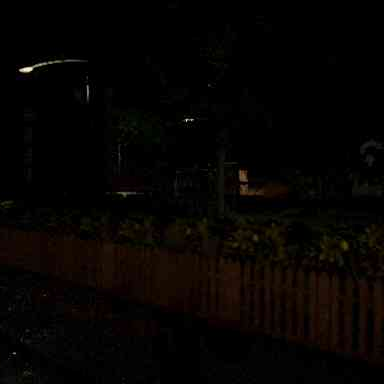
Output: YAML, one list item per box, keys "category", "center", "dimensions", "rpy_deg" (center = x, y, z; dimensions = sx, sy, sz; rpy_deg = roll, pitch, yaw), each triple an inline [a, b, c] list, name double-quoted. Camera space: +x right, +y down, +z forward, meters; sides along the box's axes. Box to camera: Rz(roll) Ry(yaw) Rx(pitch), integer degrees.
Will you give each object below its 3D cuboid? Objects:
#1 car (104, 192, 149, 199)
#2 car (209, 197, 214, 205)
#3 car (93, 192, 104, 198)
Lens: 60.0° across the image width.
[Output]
- category: "car"
  center: [-5.782, 1.068, 33.864]
  dimensions: [2.150, 2.045, 5.566]
  rpy_deg: [0, 0, 36]
- category: "car"
  center: [1.893, 1.438, 50.515]
  dimensions: [1.994, 1.385, 4.181]
  rpy_deg: [0, 0, 36]
- category: "car"
  center: [-9.119, 1.045, 35.527]
  dimensions: [2.150, 2.045, 5.566]
  rpy_deg: [0, 0, 36]
